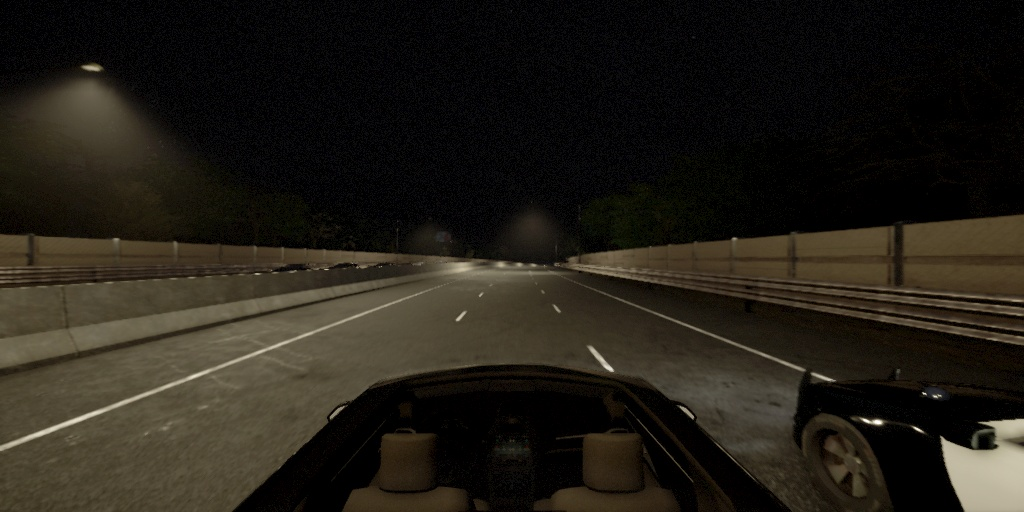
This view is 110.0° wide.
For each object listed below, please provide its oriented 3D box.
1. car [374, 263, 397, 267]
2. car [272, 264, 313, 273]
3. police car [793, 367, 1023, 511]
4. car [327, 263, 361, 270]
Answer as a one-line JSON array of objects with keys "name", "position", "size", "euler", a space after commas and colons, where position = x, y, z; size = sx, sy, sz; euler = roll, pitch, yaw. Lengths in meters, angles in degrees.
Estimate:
[{"name": "car", "position": [-13.612, 1.494, 38.713], "size": [1.837, 1.490, 4.892], "euler": [0, -1, 2]}, {"name": "car", "position": [-20.738, 1.456, 34.065], "size": [1.994, 1.385, 4.181], "euler": [0, -1, 2]}, {"name": "police car", "position": [3.540, 1.292, 1.349], "size": [2.038, 1.542, 4.974], "euler": [0, 0, 0]}, {"name": "car", "position": [-17.162, 1.451, 36.848], "size": [1.837, 1.490, 4.892], "euler": [0, -1, 2]}]
